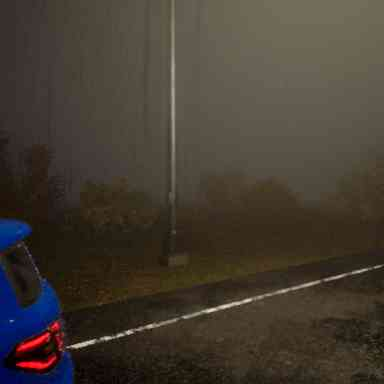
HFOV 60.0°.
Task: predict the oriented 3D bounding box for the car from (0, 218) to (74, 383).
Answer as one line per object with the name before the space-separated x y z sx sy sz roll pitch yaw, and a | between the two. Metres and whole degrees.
car | -3.470 1.230 1.491 5.566 2.045 2.150 0 0 -36
